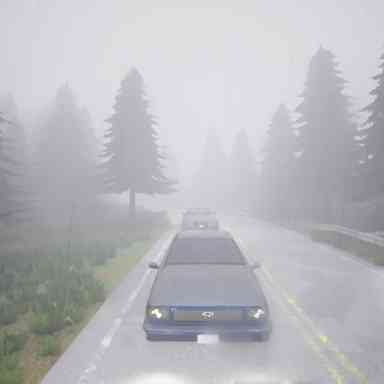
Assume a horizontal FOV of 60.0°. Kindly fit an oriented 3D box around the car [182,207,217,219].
[{"bbox_3d":[0.403,1.583,19.139,1.994,1.385,4.181,0,0,-2],"label":"car"}]

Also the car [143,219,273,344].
[{"bbox_3d":[0.251,1.557,7.054,2.033,1.411,5.357,0,0,1],"label":"car"}]
